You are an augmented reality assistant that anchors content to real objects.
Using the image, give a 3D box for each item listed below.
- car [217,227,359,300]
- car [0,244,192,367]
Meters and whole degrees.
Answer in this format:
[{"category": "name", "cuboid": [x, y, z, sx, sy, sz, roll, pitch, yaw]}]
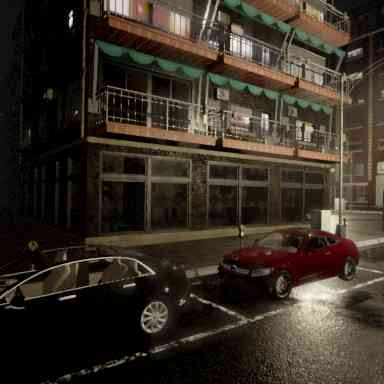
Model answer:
[{"category": "car", "cuboid": [2.567, 1.584, 8.345, 4.206, 1.307, 1.802, 0, 1, -36]}, {"category": "car", "cuboid": [-2.057, 1.551, 5.036, 4.403, 1.369, 2.008, 0, 1, -36]}]
